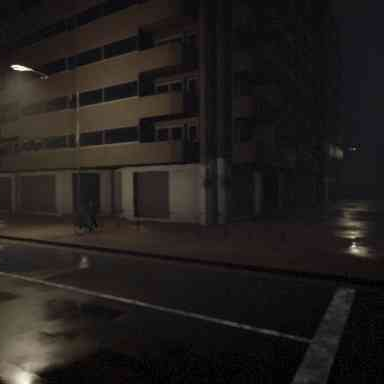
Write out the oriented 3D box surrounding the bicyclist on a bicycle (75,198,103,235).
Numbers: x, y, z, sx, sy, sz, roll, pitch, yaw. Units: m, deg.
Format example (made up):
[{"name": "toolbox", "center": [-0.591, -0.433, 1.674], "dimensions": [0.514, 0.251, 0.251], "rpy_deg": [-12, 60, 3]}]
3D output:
[{"name": "bicyclist on a bicycle", "center": [-4.693, 1.118, 15.177], "dimensions": [0.582, 1.620, 1.656], "rpy_deg": [0, 1, 31]}]
